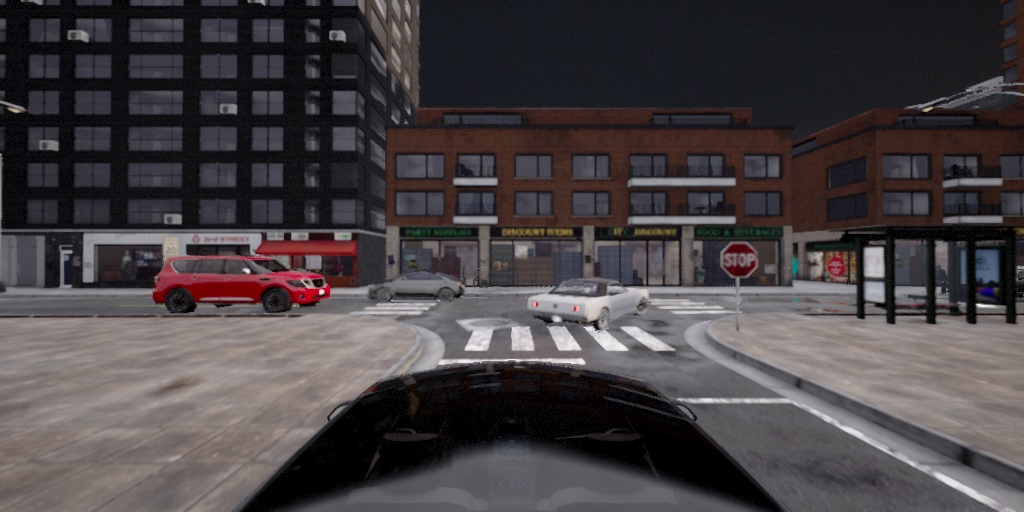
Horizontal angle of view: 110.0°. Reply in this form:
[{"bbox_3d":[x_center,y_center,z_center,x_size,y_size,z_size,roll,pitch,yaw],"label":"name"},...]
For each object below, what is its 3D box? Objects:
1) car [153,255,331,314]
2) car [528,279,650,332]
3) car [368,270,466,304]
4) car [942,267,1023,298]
[{"bbox_3d":[-9.765,0.996,13.191,5.566,2.045,2.150,0,0,0],"label":"car"},{"bbox_3d":[2.606,1.347,11.086,1.895,1.301,4.718,0,0,40],"label":"car"},{"bbox_3d":[-4.198,1.351,16.159,4.181,1.385,1.994,0,0,0],"label":"car"},{"bbox_3d":[22.579,1.241,16.232,4.892,1.490,1.837,0,0,0],"label":"car"}]
